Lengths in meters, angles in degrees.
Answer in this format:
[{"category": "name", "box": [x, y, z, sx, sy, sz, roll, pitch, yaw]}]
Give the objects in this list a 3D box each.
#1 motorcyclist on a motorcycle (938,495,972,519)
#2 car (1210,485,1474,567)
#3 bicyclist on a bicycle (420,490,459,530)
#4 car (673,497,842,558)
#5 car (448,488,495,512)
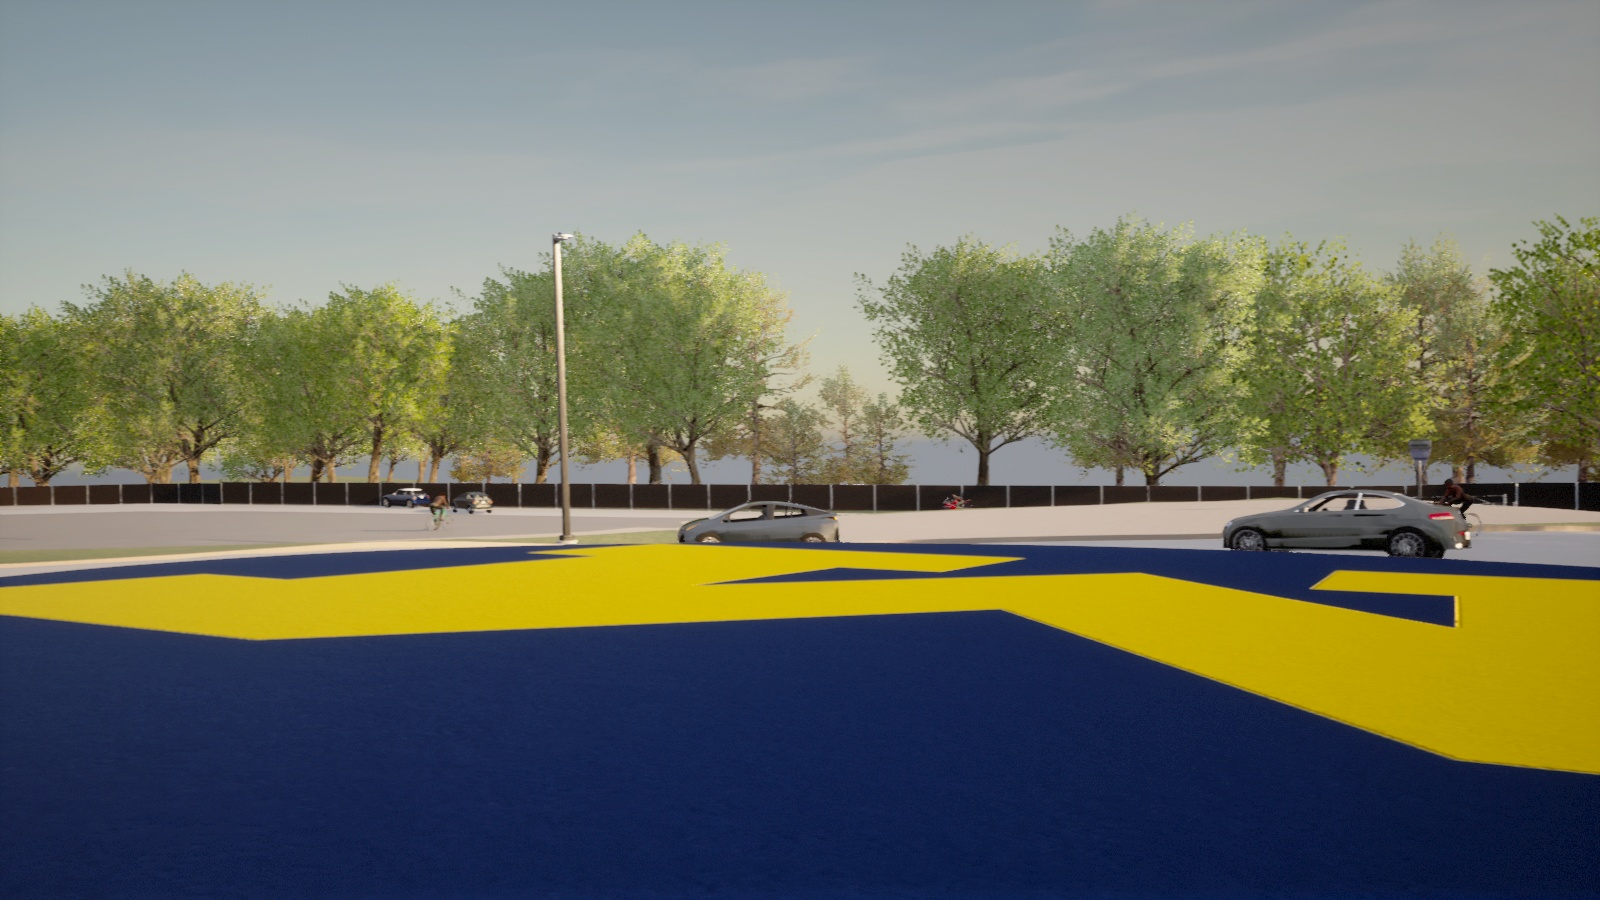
[{"category": "motorcyclist on a motorcycle", "box": [10.496, 3.841, 85.076, 2.191, 1.530, 0.866, 0, 1, 12]}, {"category": "car", "box": [11.958, 1.643, 27.866, 5.027, 1.651, 2.152, -1, -4, 36]}, {"category": "bicyclist on a bicycle", "box": [-14.895, 2.456, 51.979, 0.582, 1.620, 1.656, 0, -2, 25]}, {"category": "car", "box": [-1.222, 2.136, 34.832, 4.514, 1.525, 2.007, 1, 0, -7]}, {"category": "car", "box": [-23.918, 3.629, 91.431, 1.789, 1.549, 3.705, -1, 1, -42]}]
